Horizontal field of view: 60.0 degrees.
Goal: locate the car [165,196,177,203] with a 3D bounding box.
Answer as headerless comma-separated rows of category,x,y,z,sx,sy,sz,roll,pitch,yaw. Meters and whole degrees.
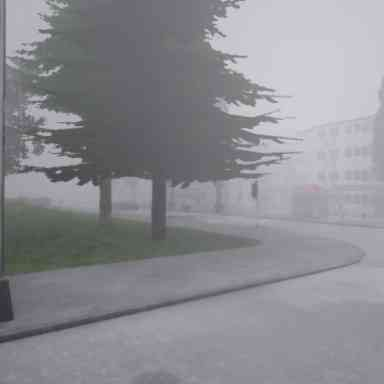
car,-5.427,1.939,86.456,1.845,1.501,3.633,1,0,-24

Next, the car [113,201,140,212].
car,-8.359,1.797,42.359,1.895,1.301,4.718,1,0,-35

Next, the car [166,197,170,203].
car,-4.083,2.179,83.979,4.974,1.542,2.038,1,0,-6
